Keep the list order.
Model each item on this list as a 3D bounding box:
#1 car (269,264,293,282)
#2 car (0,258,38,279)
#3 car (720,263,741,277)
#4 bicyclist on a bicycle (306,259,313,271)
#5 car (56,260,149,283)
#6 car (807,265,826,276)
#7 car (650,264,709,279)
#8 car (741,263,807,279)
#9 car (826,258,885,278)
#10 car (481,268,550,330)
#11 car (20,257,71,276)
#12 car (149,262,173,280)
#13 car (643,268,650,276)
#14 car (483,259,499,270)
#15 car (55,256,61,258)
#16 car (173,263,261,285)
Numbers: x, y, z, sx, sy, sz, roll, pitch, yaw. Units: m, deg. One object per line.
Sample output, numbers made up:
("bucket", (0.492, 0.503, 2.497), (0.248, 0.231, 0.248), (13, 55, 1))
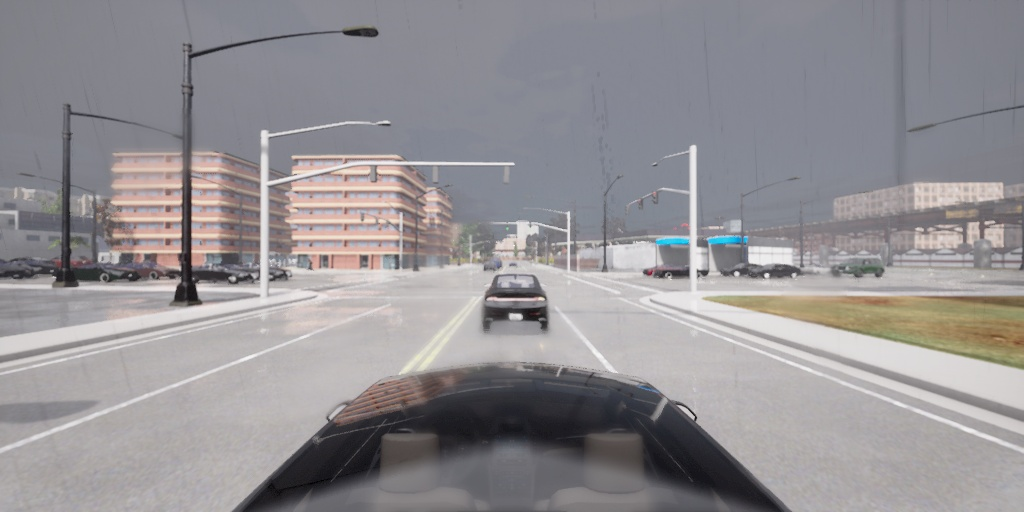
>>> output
("car", (-20.729, 1.293, 29.503), (4.902, 1.511, 2.128), (1, 0, 1))
("car", (-39.104, 1.036, 26.428), (5.357, 1.411, 2.033), (1, 0, 1))
("car", (25.128, 1.509, 38.868), (4.892, 1.490, 1.837), (0, 0, -5))
("bicyclist on a bicycle", (-26.036, 1.139, 46.121), (0.582, 1.620, 1.656), (1, 0, 1))
("car", (-29.850, 1.214, 26.213), (4.181, 1.385, 1.994), (1, 0, 1))
("car", (34.789, 1.619, 40.662), (4.718, 1.301, 1.895), (0, 0, -19))
("car", (16.553, 1.580, 35.242), (4.718, 1.301, 1.895), (0, 0, 0))
("car", (25.831, 1.486, 35.417), (4.892, 1.490, 1.837), (0, 0, -6))
("car", (36.240, 1.218, 37.498), (5.566, 2.045, 2.150), (0, 0, -19))
("car", (0.107, 1.308, 11.334), (2.128, 1.511, 4.902), (0, 0, 0))
("car", (-40.364, 1.052, 29.960), (4.181, 1.385, 1.994), (1, 0, 1))
("car", (-30.473, 1.210, 29.732), (5.357, 1.411, 2.033), (1, 0, 1))
("car", (16.384, 1.566, 38.769), (4.181, 1.385, 1.994), (0, 0, 1))
("car", (-3.450, 1.623, 56.328), (1.837, 1.490, 4.892), (0, 0, 0))
("car", (-50.465, 0.860, 37.330), (4.892, 1.490, 1.837), (1, 0, 2))
("car", (-21.010, 1.270, 26.011), (4.902, 1.511, 2.128), (1, 0, 1))
